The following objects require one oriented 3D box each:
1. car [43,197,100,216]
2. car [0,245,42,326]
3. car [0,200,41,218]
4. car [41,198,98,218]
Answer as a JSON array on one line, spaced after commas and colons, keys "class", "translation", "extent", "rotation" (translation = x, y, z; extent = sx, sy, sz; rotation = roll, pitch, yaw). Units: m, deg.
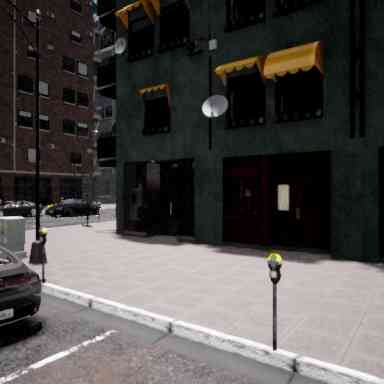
[{"class": "car", "translation": [-10.933, 1.244, 30.537], "extent": [1.752, 1.417, 4.829], "rotation": [1, 1, 35]}, {"class": "car", "translation": [-4.496, 1.550, 6.092], "extent": [4.403, 1.369, 2.008], "rotation": [0, 0, 36]}, {"class": "car", "translation": [-14.029, 1.344, 26.117], "extent": [2.008, 1.369, 4.403], "rotation": [1, 1, 35]}, {"class": "car", "translation": [-9.832, 1.307, 27.614], "extent": [1.994, 1.385, 4.181], "rotation": [0, 1, 35]}]
